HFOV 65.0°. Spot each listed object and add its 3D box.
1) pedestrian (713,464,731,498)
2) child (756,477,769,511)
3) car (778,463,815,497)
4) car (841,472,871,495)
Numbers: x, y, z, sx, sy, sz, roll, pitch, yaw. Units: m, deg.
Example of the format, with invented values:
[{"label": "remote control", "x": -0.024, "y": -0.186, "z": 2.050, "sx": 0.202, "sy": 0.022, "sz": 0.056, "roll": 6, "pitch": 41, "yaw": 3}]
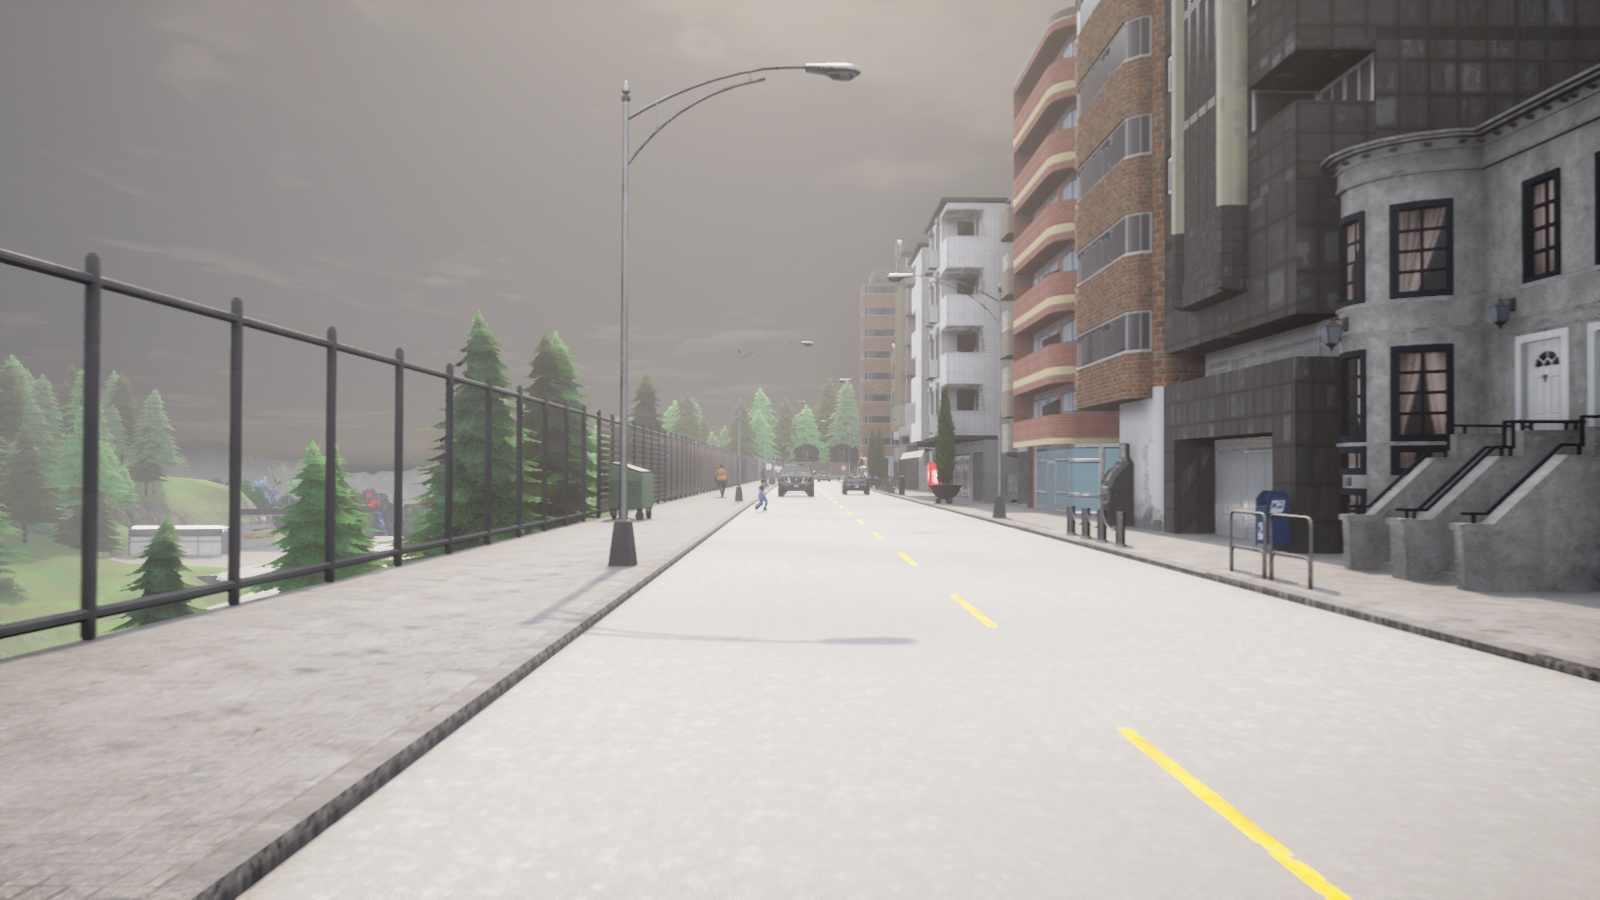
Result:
[{"label": "pedestrian", "x": -4.269, "y": 1.693, "z": 68.782, "sx": 0.874, "sy": 1.855, "sz": 0.900, "roll": 0, "pitch": -1, "yaw": -8}, {"label": "child", "x": -1.427, "y": 1.670, "z": 47.632, "sx": 0.437, "sy": 1.263, "sz": 0.270, "roll": -1, "pitch": -1, "yaw": 28}, {"label": "car", "x": -0.216, "y": 1.825, "z": 77.066, "sx": 2.150, "sy": 2.045, "sz": 5.566, "roll": 0, "pitch": -1, "yaw": 0}, {"label": "car", "x": 3.762, "y": 2.238, "z": 85.113, "sx": 1.816, "sy": 1.474, "sz": 4.193, "roll": 0, "pitch": -1, "yaw": 0}]
